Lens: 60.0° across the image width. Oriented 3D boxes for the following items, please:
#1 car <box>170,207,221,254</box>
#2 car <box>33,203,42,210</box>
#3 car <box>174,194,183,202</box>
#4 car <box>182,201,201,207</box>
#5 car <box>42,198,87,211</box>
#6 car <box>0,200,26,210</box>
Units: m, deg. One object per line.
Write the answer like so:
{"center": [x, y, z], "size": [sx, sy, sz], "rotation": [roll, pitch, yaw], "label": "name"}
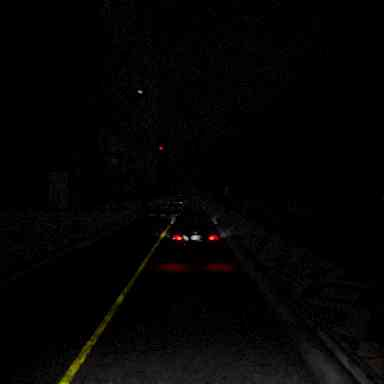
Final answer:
{"center": [0.086, 1.541, 13.367], "size": [2.033, 1.411, 5.357], "rotation": [0, 0, -1], "label": "car"}
{"center": [-19.019, 1.696, 44.584], "size": [4.313, 1.339, 1.947], "rotation": [0, -1, 0], "label": "car"}
{"center": [-3.016, 1.657, 76.963], "size": [2.033, 1.411, 5.357], "rotation": [0, 0, 0], "label": "car"}
{"center": [0.026, 1.557, 23.859], "size": [1.994, 1.385, 4.181], "rotation": [0, 0, 1], "label": "car"}
{"center": [-13.551, 1.349, 36.075], "size": [4.097, 1.590, 1.967], "rotation": [0, -1, -1], "label": "car"}
{"center": [-24.505, 1.715, 44.575], "size": [4.206, 1.307, 1.802], "rotation": [0, -1, 0], "label": "car"}
